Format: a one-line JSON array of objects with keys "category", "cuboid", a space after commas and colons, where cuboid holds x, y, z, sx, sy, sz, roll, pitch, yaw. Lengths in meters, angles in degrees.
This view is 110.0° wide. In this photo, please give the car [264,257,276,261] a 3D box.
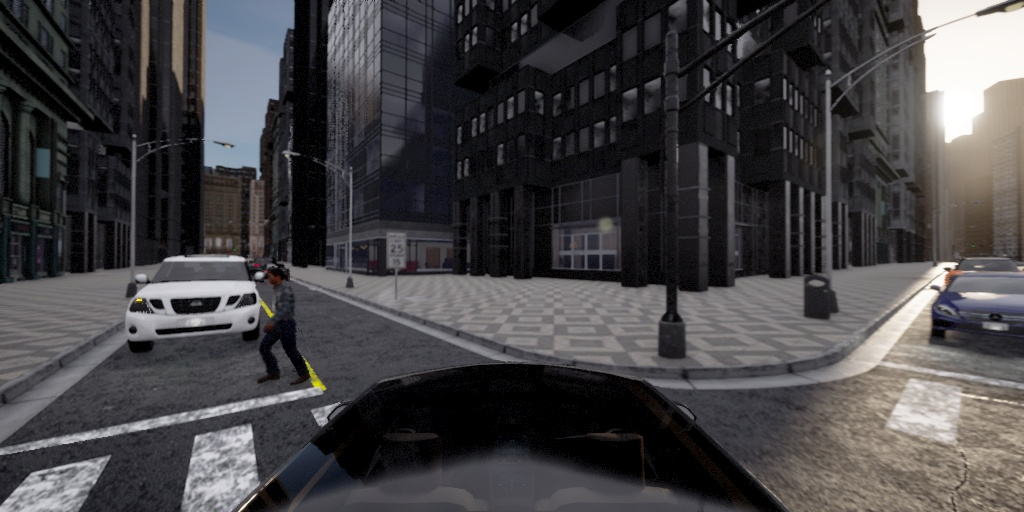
[{"category": "car", "cuboid": [-25.885, 1.085, 37.503, 2.150, 2.045, 5.566, 1, 0, -39]}]

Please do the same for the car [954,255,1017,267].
[{"category": "car", "cuboid": [19.436, 0.846, 14.726, 4.553, 1.767, 2.097, -1, 0, -38]}]

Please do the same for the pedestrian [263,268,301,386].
[{"category": "pedestrian", "cuboid": [-3.539, 1.061, 5.512, 0.375, 1.860, 0.375, 1, -1, -38]}]

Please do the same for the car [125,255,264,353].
[{"category": "car", "cuboid": [-8.037, 0.996, 9.472, 2.150, 2.045, 5.566, 1, -1, -36]}]

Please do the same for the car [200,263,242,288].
[{"category": "car", "cuboid": [-20.569, 1.317, 25.507, 2.128, 1.511, 4.902, 1, 0, -38]}]

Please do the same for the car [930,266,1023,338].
[{"category": "car", "cuboid": [11.560, 1.122, 8.559, 4.674, 1.442, 1.812, -1, 0, -36]}]

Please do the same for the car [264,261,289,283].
[{"category": "car", "cuboid": [-19.469, 1.362, 29.275, 1.837, 1.490, 4.892, 1, 0, -38]}]
